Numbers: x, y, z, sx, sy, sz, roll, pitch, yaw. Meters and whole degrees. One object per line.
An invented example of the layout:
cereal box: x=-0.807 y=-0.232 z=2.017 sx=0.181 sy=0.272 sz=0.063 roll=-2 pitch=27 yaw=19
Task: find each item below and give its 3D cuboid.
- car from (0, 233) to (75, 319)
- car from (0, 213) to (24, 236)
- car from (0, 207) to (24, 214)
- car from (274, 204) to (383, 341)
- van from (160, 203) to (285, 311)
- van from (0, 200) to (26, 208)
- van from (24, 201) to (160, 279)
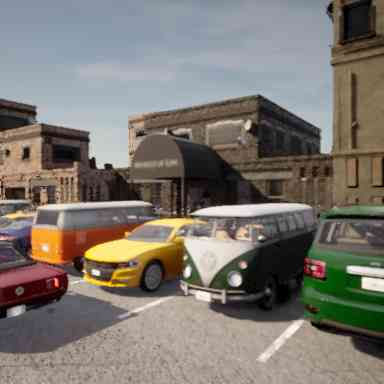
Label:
car: x=-4.660 y=1.666 z=6.694 sx=4.718 sy=1.301 sz=1.895 roll=-1 pitch=0 yaw=35
car: x=-5.183 y=1.619 z=12.649 sx=2.002 sy=1.452 sz=4.674 roll=-1 pitch=0 yaw=35
car: x=-7.535 y=1.601 z=14.102 sx=1.946 sy=1.575 sz=5.366 roll=-1 pitch=0 yaw=36
car: x=3.812 y=1.233 z=6.271 sx=2.435 sy=2.045 sz=5.566 roll=-1 pitch=0 yaw=36
van: x=1.483 y=1.282 z=7.754 sx=1.878 sy=1.987 sz=4.442 roll=-1 pitch=0 yaw=36
van: x=-9.607 y=1.403 z=15.951 sx=1.878 sy=1.987 sz=4.442 roll=-1 pitch=0 yaw=35
van: x=-2.872 y=1.329 z=11.147 sx=1.878 sy=1.987 sz=4.442 roll=-1 pitch=0 yaw=36
